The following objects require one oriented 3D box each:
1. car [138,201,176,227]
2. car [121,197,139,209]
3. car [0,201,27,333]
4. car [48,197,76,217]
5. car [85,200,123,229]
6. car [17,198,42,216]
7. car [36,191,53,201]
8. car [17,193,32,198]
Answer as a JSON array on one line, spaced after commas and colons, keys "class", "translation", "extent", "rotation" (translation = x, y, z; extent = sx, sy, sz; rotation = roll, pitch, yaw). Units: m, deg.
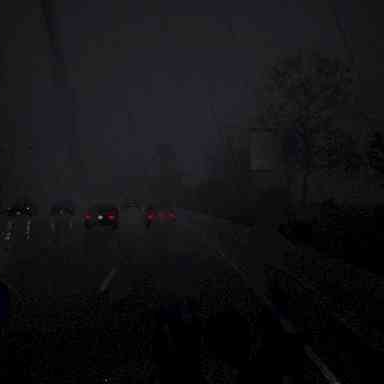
[{"class": "car", "translation": [-2.211, 1.443, 21.747], "extent": [2.033, 1.411, 5.357], "rotation": [0, 0, -11]}, {"class": "car", "translation": [-7.615, 1.298, 40.991], "extent": [2.128, 1.511, 4.902], "rotation": [0, 0, -20]}, {"class": "car", "translation": [-3.549, 1.216, 2.257], "extent": [2.150, 2.045, 5.566], "rotation": [0, 0, -2]}, {"class": "car", "translation": [-11.655, 1.381, 30.347], "extent": [1.812, 1.442, 4.674], "rotation": [0, 0, -16]}, {"class": "car", "translation": [-5.555, 1.449, 20.863], "extent": [2.033, 1.411, 5.357], "rotation": [0, 0, -11]}, {"class": "car", "translation": [-15.141, 1.458, 29.947], "extent": [1.895, 1.301, 4.718], "rotation": [0, 0, -17]}, {"class": "car", "translation": [-30.138, 0.880, 67.903], "extent": [2.150, 2.045, 5.566], "rotation": [0, 0, -37]}, {"class": "car", "translation": [-33.605, 1.004, 66.661], "extent": [2.097, 1.767, 4.553], "rotation": [0, 0, -37]}]
